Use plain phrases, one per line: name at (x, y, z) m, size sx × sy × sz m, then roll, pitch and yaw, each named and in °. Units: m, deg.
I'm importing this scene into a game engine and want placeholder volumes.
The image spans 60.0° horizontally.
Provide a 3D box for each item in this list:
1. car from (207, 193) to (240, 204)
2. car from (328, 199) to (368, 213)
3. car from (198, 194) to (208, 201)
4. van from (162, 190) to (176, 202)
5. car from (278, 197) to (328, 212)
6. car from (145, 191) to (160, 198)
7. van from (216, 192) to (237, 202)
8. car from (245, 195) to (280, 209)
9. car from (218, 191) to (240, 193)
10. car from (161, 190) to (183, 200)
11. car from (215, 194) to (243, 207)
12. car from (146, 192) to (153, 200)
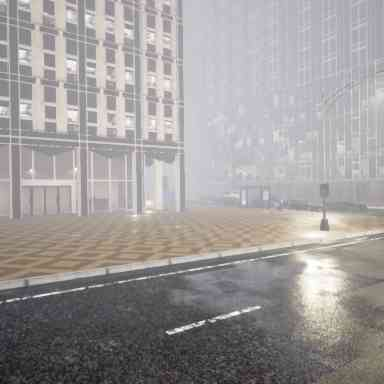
car at (4.963, 1.264, 51.174) m, size 1.895 × 1.301 × 4.718 m, roll -1°, pitch 1°, yaw -34°
car at (16.084, 1.406, 34.974) m, size 1.994 × 1.385 × 4.181 m, roll -1°, pitch 1°, yaw -35°
car at (2.913, 1.041, 64.380) m, size 1.802 × 1.307 × 4.206 m, roll -1°, pitch 1°, yaw -34°
van at (-3.994, 0.935, 59.633) m, size 1.690 × 1.788 × 3.998 m, roll 0°, pitch 1°, yaw -34°
car at (11.992, 1.422, 36.141) m, size 1.947 × 1.339 × 4.313 m, roll -1°, pitch 1°, yaw -34°
car at (-9.963, 0.684, 83.115) m, size 1.967 × 1.590 × 4.097 m, roll 0°, pitch 1°, yaw -34°
van at (6.131, 0.853, 59.693) m, size 1.690 × 1.788 × 3.998 m, roll -1°, pitch 1°, yaw -34°
car at (8.788, 1.386, 40.838) m, size 1.802 × 1.307 × 4.206 m, roll -1°, pitch 1°, yaw -34°
car at (5.974, 0.800, 55.317) m, size 2.150 × 2.045 × 5.566 m, roll -1°, pitch 0°, yaw -34°
car at (-4.346, 0.638, 70.328) m, size 2.150 × 2.045 × 5.566 m, roll -1°, pitch 1°, yaw -34°
car at (5.617, 1.318, 45.554) m, size 1.947 × 1.339 × 4.313 m, roll -1°, pitch 1°, yaw -34°
car at (-10.432, 1.037, 69.004) m, size 2.008 × 1.369 × 4.403 m, roll 0°, pitch 1°, yaw -34°
